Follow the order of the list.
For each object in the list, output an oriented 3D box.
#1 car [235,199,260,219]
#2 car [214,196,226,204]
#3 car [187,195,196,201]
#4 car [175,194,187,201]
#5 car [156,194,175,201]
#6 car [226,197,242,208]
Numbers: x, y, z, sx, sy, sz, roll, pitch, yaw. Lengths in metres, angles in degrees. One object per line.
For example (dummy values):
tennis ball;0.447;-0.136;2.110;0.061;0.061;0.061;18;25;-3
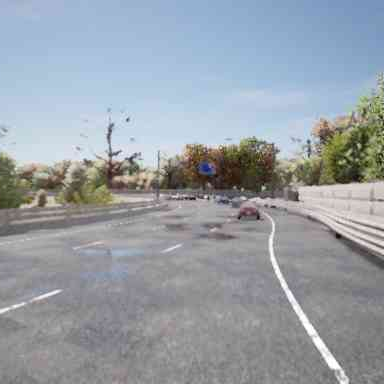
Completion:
car;5.165;1.635;30.247;1.812;1.442;4.674;1;0;10
car;5.714;1.523;65.561;2.097;1.767;4.553;1;0;-8
car;-0.590;1.608;90.185;1.882;1.535;5.008;1;0;-23
car;-3.848;1.691;88.930;1.895;1.301;4.718;1;0;-23
car;-6.910;1.590;87.137;2.033;1.411;5.357;1;0;-23
car;6.907;1.667;50.738;2.128;1.511;4.902;1;0;-1
